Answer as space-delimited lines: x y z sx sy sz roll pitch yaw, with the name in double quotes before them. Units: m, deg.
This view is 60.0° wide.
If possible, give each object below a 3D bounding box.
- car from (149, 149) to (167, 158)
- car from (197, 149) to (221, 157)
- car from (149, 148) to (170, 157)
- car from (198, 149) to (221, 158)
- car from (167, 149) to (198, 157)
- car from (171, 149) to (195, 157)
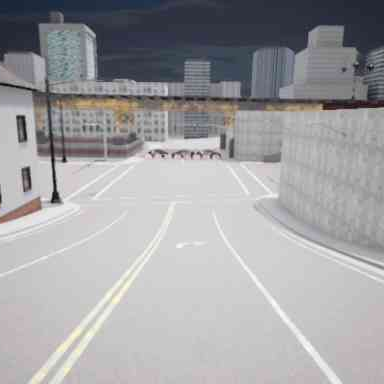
"car" -6.512 -7.828 66.716 4.974 1.542 2.038 13 17 43
"car" 3.426 -7.994 67.424 4.536 1.218 1.853 8 14 28
"car" -6.547 -7.990 66.717 4.536 1.218 1.853 13 17 43
"car" 3.469 -7.834 67.433 4.974 1.542 2.038 8 14 28
"car" -1.905 -7.753 66.697 4.974 1.542 2.038 -8 15 -35
"car" -1.860 -7.913 66.693 4.536 1.218 1.853 -8 15 -35
